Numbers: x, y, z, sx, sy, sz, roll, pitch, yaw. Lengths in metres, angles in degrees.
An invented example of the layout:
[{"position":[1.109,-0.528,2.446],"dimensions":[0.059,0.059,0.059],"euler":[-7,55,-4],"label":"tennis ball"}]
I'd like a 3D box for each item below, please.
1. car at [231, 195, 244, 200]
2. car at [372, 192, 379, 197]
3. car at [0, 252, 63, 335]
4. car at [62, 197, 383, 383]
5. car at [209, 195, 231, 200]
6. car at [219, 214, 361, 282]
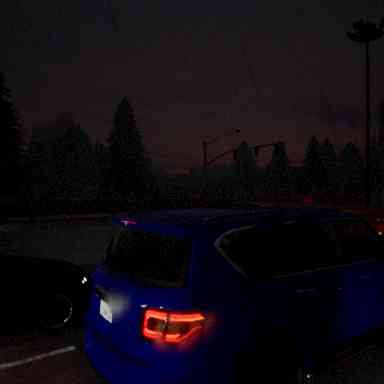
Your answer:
[{"position":[6.396,1.241,50.612],"dimensions":[2.128,1.511,4.902],"euler":[-1,0,-35],"label":"car"},{"position":[25.001,0.893,43.031],"dimensions":[5.566,2.045,2.150],"euler":[0,0,-35],"label":"car"},{"position":[-3.750,1.564,5.362],"dimensions":[4.181,1.385,1.994],"euler":[0,0,-36],"label":"car"},{"position":[1.375,1.204,4.712],"dimensions":[5.566,2.045,2.150],"euler":[-1,0,-35],"label":"car"},{"position":[3.150,1.377,49.132],"dimensions":[1.895,1.301,4.718],"euler":[-1,0,-36],"label":"car"},{"position":[3.092,1.512,10.228],"dimensions":[4.181,1.385,1.994],"euler":[-1,0,-34],"label":"car"}]
